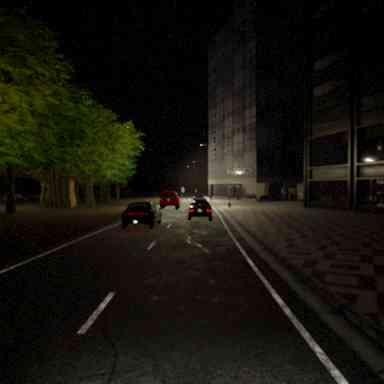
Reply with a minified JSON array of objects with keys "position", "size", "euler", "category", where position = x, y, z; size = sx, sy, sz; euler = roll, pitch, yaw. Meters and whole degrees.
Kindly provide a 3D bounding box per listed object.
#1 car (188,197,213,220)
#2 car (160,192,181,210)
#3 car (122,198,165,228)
[{"position":[0.652,1.370,26.230],"size":[2.033,1.411,5.357],"euler":[0,0,2],"category":"car"},{"position":[-2.594,0.963,39.446],"size":[2.150,2.045,5.566],"euler":[0,0,0],"category":"car"},{"position":[-3.040,1.366,20.745],"size":[1.837,1.490,4.892],"euler":[0,0,2],"category":"car"}]
